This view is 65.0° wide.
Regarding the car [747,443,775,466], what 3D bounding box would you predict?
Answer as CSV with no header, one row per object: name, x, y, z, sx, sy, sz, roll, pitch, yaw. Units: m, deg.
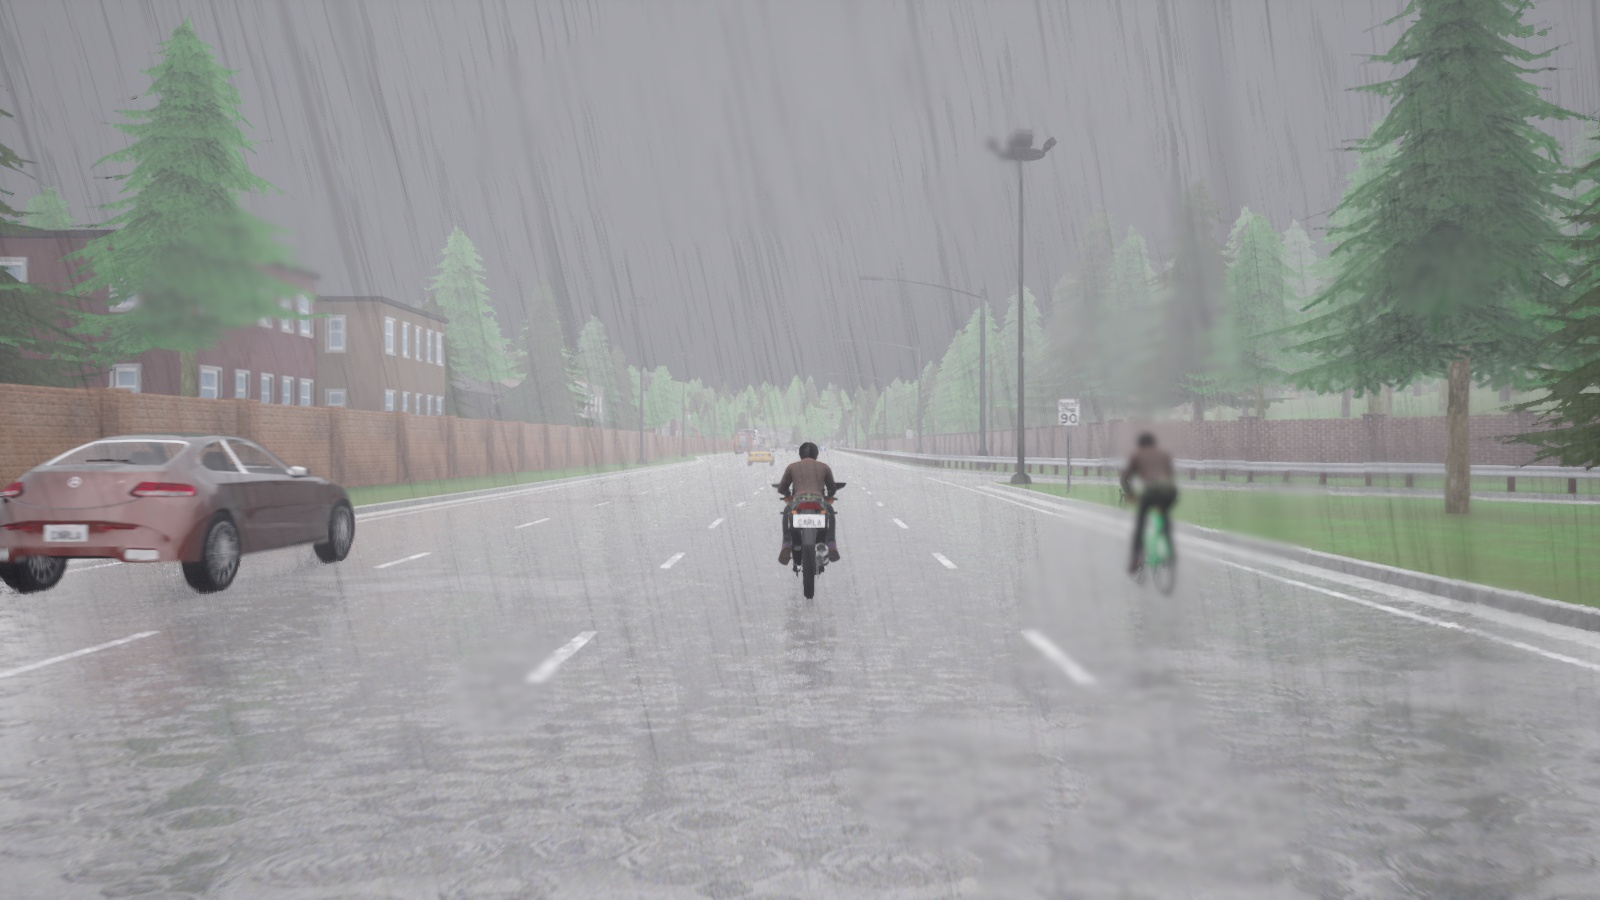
car,-2.787,0.312,90.174,1.801,1.575,5.366,0,0,0

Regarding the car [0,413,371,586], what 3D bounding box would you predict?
car,-6.904,0.460,14.527,2.152,1.651,5.027,0,0,0

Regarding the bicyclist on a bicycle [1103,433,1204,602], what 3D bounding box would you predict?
bicyclist on a bicycle,3.586,0.650,12.859,0.582,1.620,1.656,0,0,0

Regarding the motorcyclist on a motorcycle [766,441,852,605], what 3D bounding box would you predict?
motorcyclist on a motorcycle,0.086,0.677,12.704,0.797,1.523,2.044,0,0,0
